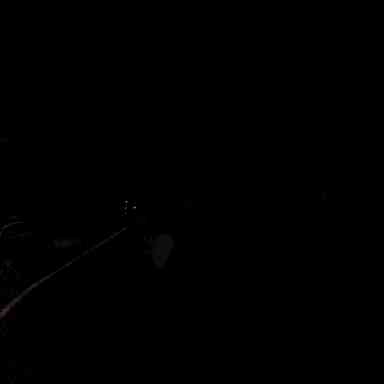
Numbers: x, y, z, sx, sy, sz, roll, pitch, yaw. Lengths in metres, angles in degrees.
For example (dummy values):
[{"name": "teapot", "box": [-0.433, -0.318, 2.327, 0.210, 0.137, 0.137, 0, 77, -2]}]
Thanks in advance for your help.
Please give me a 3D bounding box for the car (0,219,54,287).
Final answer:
[{"name": "car", "box": [-5.443, 1.508, 9.311, 2.128, 1.511, 4.902, 0, 0, -5]}]
